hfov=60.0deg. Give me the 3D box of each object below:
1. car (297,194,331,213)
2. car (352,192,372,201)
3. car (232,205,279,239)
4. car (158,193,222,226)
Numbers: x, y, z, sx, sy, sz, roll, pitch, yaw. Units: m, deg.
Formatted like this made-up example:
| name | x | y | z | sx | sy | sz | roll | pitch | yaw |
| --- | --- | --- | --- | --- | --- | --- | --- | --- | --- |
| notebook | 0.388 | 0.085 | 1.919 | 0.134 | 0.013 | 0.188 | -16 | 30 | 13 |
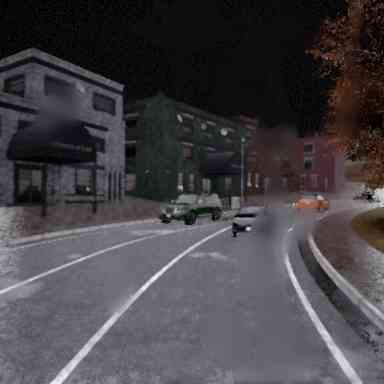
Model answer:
| name | x | y | z | sx | sy | sz | roll | pitch | yaw |
| --- | --- | --- | --- | --- | --- | --- | --- | --- | --- |
| car | 12.120 | 1.012 | 32.899 | 2.097 | 1.767 | 4.553 | 0 | 1 | 37 |
| car | 27.739 | 0.656 | 54.258 | 4.181 | 1.385 | 1.994 | -2 | 1 | -44 |
| car | 3.292 | 1.393 | 16.950 | 2.128 | 1.511 | 4.902 | 0 | 1 | 19 |
| car | 0.048 | 1.085 | 22.868 | 2.150 | 2.045 | 5.566 | 0 | 0 | 33 |
